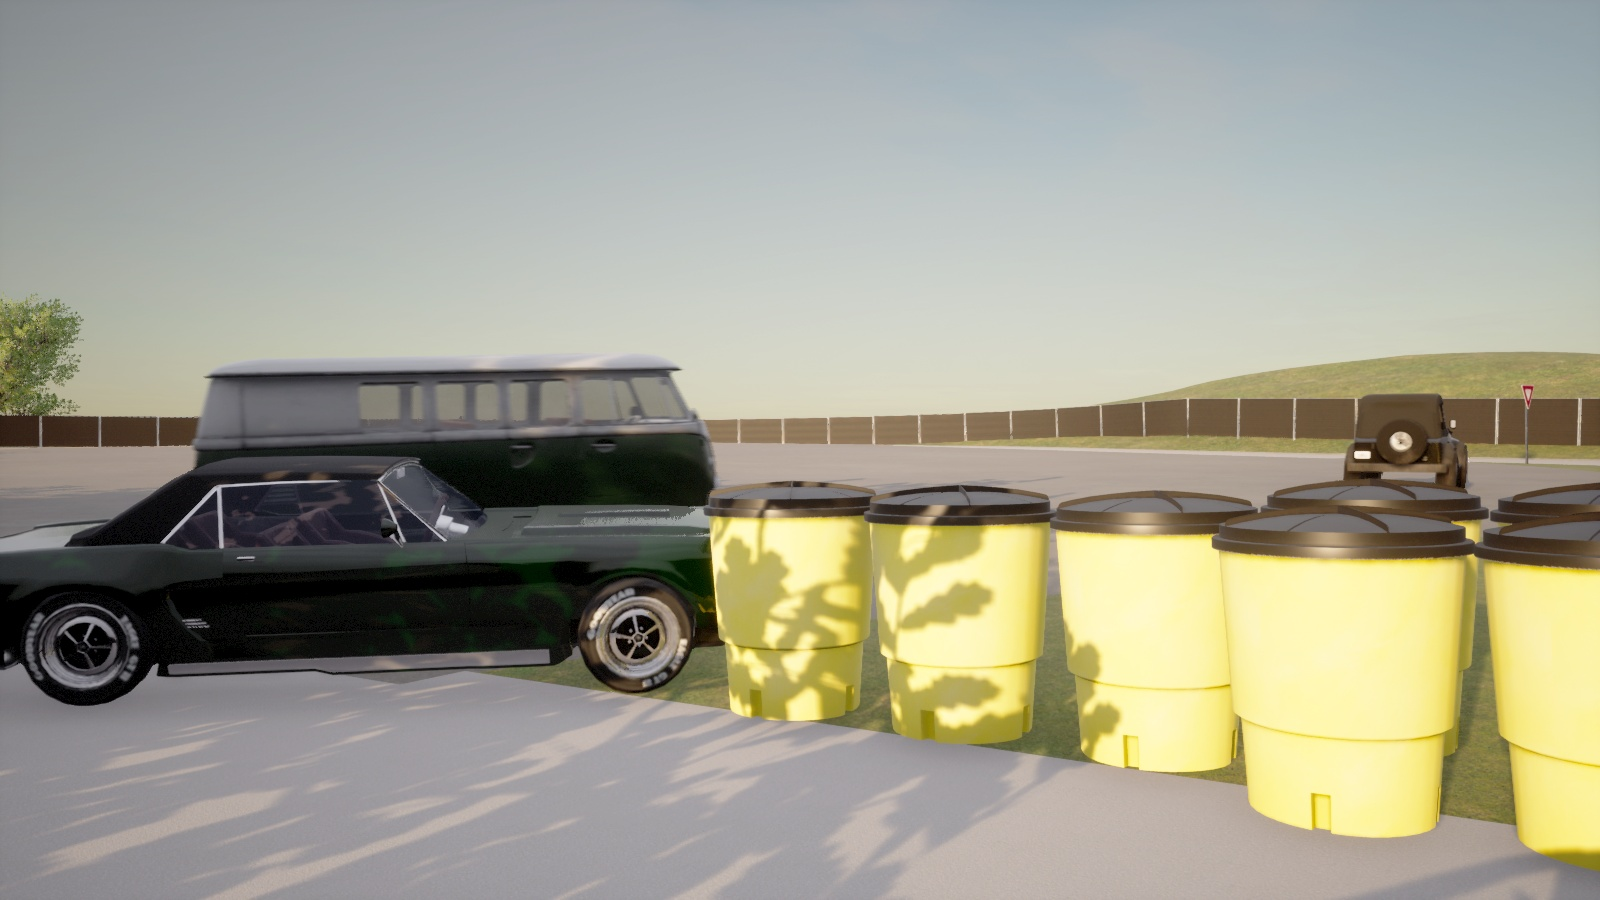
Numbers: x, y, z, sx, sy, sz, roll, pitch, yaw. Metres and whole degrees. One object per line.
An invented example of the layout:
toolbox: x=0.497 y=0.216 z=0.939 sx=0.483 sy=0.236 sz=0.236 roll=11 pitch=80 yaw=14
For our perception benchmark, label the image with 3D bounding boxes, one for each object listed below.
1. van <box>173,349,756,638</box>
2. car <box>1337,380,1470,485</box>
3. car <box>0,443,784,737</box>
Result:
van: x=-2.813 y=0.221 z=10.802 sx=4.442 sy=1.987 sz=1.775 roll=-4 pitch=3 yaw=-24
car: x=11.901 y=-0.366 z=24.640 sx=1.905 sy=1.878 sz=3.866 roll=0 pitch=2 yaw=32
car: x=-2.575 y=0.736 z=7.696 sx=4.718 sy=1.301 sz=1.895 roll=-2 pitch=3 yaw=-8
